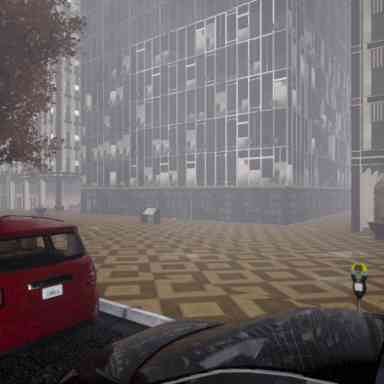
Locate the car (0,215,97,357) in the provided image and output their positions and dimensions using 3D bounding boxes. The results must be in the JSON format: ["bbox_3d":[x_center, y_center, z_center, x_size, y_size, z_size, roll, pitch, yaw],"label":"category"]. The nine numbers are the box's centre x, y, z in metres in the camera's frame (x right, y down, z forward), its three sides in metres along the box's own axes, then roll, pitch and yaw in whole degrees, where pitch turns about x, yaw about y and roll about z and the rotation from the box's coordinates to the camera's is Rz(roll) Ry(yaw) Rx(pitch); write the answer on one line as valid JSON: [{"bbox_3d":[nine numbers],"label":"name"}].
[{"bbox_3d":[-3.665,1.315,5.501,5.009,1.841,2.192,0,0,36],"label":"car"}]

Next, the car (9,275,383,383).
[{"bbox_3d":[0.827,1.566,2.287,4.313,1.339,1.947,0,0,36],"label":"car"}]
